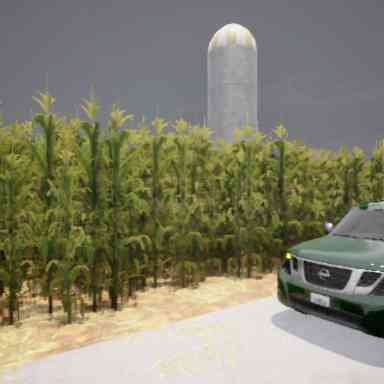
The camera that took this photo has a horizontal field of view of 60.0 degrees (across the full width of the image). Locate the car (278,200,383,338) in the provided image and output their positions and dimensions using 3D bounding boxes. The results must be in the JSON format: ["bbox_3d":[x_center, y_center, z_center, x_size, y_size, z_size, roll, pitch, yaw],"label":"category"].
[{"bbox_3d":[4.103,1.192,6.393,5.566,2.045,2.150,0,0,-35],"label":"car"}]
